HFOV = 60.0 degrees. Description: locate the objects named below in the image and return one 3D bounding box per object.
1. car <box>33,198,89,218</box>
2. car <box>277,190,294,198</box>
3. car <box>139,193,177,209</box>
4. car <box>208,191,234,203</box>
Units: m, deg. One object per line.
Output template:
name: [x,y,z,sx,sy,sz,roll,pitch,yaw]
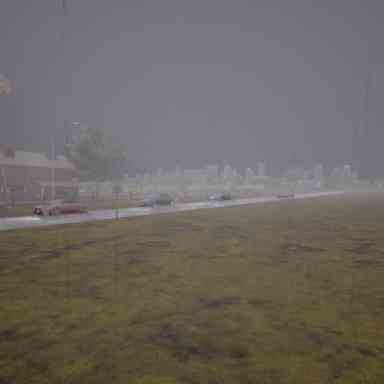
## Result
car: [-10.433,1.219,26.681,1.994,1.385,4.181,1,2,36]
car: [16.626,0.397,58.980,1.994,1.385,4.181,1,2,36]
car: [-3.654,0.924,36.027,1.837,1.490,4.892,1,3,36]
car: [4.111,0.641,46.683,2.128,1.511,4.902,1,2,36]
